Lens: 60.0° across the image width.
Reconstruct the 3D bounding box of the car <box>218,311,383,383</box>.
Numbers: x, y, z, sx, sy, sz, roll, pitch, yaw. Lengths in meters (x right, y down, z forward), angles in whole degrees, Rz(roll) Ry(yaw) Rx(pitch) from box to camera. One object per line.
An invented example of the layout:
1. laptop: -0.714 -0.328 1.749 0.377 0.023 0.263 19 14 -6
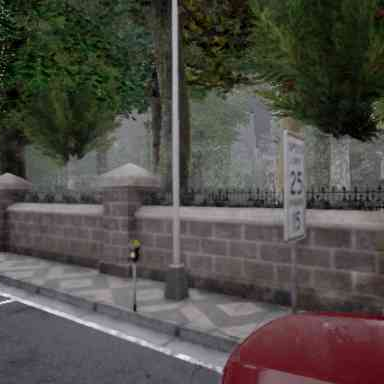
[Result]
1. car: 2.373 1.305 1.270 5.009 1.841 2.192 -1 0 36
